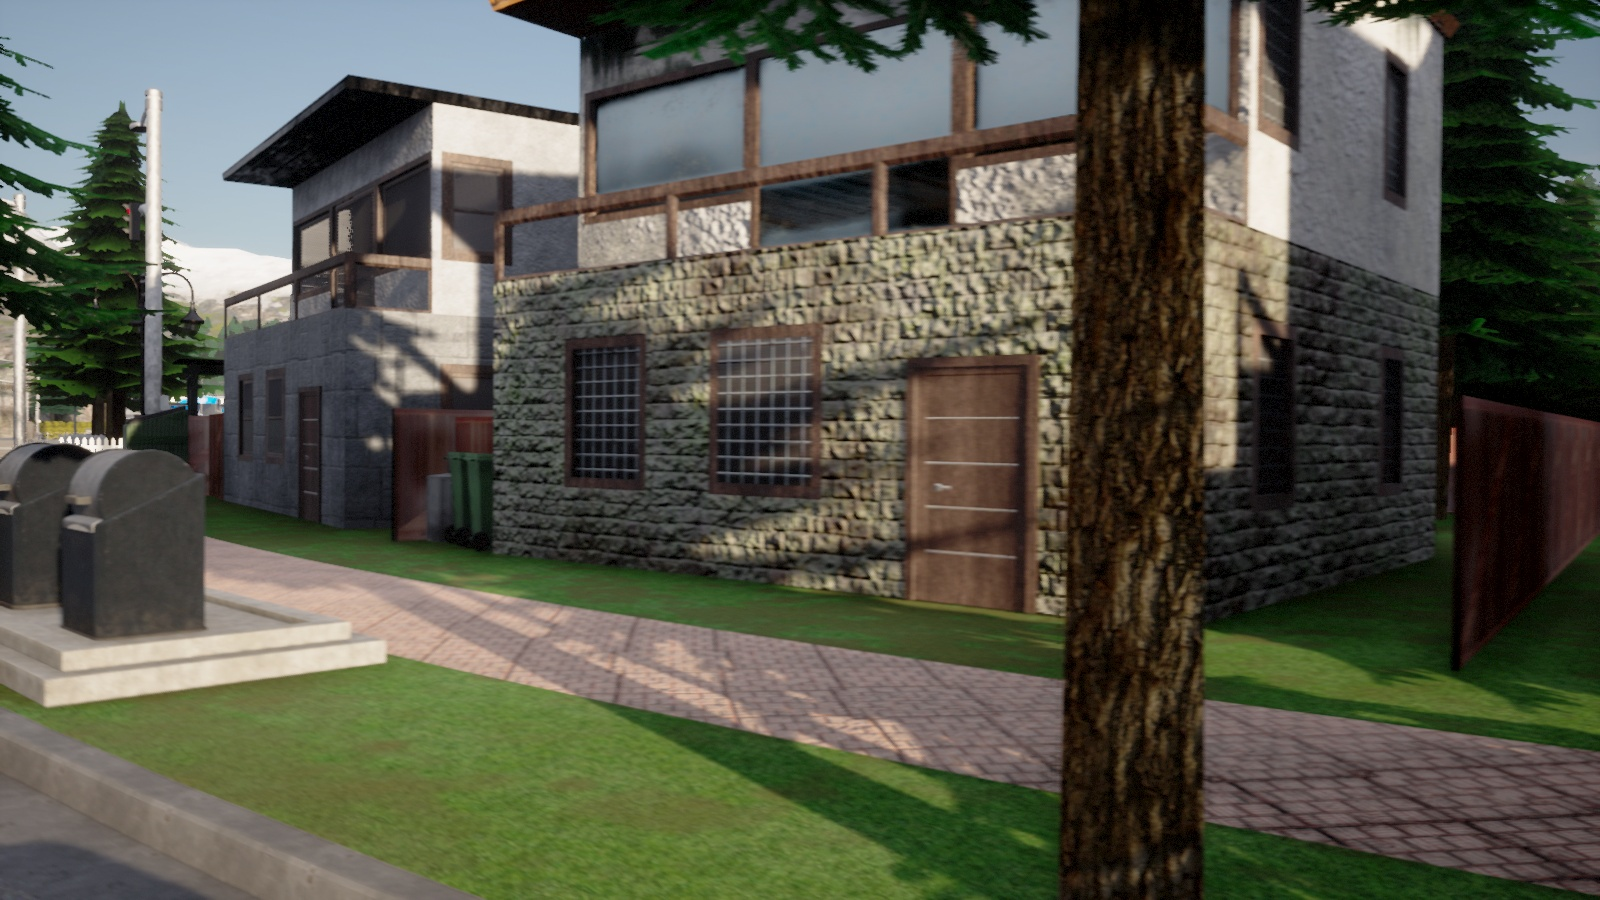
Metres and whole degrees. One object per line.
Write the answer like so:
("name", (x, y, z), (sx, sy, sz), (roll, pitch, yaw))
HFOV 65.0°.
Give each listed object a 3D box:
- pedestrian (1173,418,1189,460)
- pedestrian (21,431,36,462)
("pedestrian", (16.946, -0.478, 55.833), (0.634, 1.846, 0.331), (-1, 1, -36))
("pedestrian", (-49.932, -0.220, 81.262), (0.659, 1.952, 0.873), (-1, 1, -40))
